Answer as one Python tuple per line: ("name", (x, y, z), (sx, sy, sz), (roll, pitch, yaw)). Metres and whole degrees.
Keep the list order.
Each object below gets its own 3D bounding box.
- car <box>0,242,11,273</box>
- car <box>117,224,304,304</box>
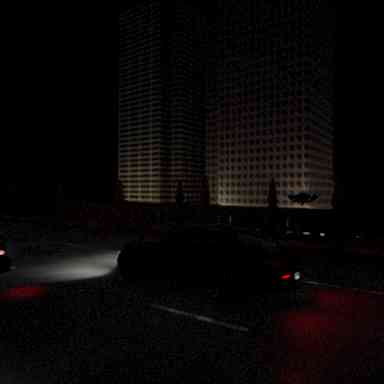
("car", (-6.923, 1.491, 8.817), (5.357, 1.411, 2.033), (0, 0, 35))
("car", (0.254, 1.500, 8.053), (4.674, 1.442, 1.812), (0, 0, 35))
